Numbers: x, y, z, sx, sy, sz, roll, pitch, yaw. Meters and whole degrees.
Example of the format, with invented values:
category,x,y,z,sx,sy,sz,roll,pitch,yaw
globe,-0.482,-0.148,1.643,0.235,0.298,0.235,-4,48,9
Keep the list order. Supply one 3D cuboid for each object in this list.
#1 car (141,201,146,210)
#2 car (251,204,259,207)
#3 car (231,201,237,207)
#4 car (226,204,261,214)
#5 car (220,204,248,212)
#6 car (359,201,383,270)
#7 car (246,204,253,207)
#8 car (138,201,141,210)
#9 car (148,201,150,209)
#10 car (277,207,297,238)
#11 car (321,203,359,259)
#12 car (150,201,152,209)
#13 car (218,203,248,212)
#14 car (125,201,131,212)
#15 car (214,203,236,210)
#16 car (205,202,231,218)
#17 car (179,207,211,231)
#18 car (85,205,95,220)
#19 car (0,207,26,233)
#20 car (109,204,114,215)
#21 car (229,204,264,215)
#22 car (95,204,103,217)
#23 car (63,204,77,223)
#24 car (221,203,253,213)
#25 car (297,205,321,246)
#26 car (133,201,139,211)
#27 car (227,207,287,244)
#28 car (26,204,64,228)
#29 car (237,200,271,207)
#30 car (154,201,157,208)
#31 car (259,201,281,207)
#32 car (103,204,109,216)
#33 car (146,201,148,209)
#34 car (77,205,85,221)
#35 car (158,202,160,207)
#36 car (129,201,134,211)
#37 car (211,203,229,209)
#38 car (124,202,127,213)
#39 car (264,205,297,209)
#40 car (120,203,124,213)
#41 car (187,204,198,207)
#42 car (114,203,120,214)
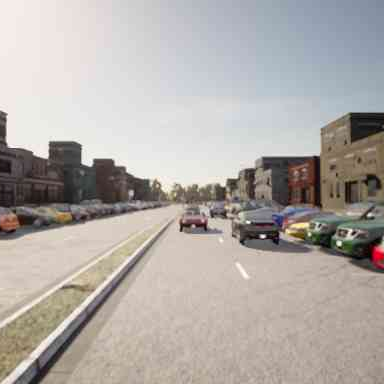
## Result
category,x,y,z,sx,sy,sz,roll,pitch,yaw
car,-12.735,2.780,66.922,5.566,2.045,2.435,0,-2,0
car,7.666,1.987,27.504,4.792,1.488,2.163,0,-1,0
car,7.604,2.179,41.290,4.553,1.767,2.185,0,-1,0
car,7.606,2.557,49.555,4.792,1.488,2.163,0,-2,0
car,7.657,2.871,60.583,4.792,1.488,2.163,0,-2,0
car,7.611,1.310,8.224,5.566,2.045,2.435,0,-1,0
car,7.634,2.065,30.260,4.674,1.452,2.002,0,-1,0
car,-12.744,2.823,64.107,4.553,1.767,2.185,0,-2,0
car,-12.662,3.313,75.248,4.792,1.488,2.163,0,-2,0
car,7.635,1.799,19.237,4.674,1.452,2.002,0,-1,0
car,7.611,1.348,10.976,5.566,2.045,2.435,0,-1,0
car,-12.872,3.366,78.027,5.366,1.575,1.946,0,-2,0
car,7.807,2.920,63.342,5.366,1.575,1.946,0,-2,0
car,-12.761,2.657,52.901,4.792,1.488,2.163,0,-2,0
car,7.588,3.350,77.119,5.008,1.535,2.097,0,-2,0
car,3.097,2.292,40.421,2.128,1.511,4.902,0,-2,0
car,0.098,1.987,23.791,1.895,1.301,4.718,0,-1,0
car,-12.738,2.136,33.455,4.792,1.488,2.163,0,-1,0
car,-12.761,1.634,19.569,4.553,1.767,2.185,0,-1,0
car,-12.781,2.353,41.788,4.792,1.488,2.163,0,-2,0
car,7.633,2.493,46.834,4.674,1.452,2.002,0,-2,0
car,-12.768,2.177,36.233,5.008,1.535,2.097,0,-1,0
car,-12.963,1.965,28.024,5.366,1.575,1.946,0,-1,0
car,7.819,2.758,57.829,5.366,1.575,1.946,0,-2,0
car,7.610,1.396,13.733,5.566,2.045,2.435,0,-1,0
car,-12.715,2.905,61.233,4.674,1.452,2.002,0,-2,0
car,3.098,1.734,16.968,1.837,1.490,4.892,0,-1,0
car,-12.788,1.899,25.245,4.892,1.521,2.231,0,-1,0
car,7.665,1.842,33.024,5.566,2.045,2.435,0,-1,0
car,-12.682,3.712,89.131,5.008,1.535,2.097,0,-2,0
car,7.669,1.764,24.751,4.553,1.767,2.185,0,-1,0
car,-12.751,2.252,39.012,4.892,1.521,2.231,0,-2,0
car,-12.668,3.228,72.471,4.792,1.488,2.163,0,-2,0
car,-12.745,1.910,30.688,4.553,1.767,2.185,0,-1,0
car,-12.656,3.631,94.694,5.566,2.045,2.435,0,-2,0
car,-12.734,2.707,55.680,4.892,1.521,2.231,0,-2,0
car,7.567,3.834,90.899,4.674,1.452,2.002,0,-2,0
car,-12.735,2.591,50.122,4.674,1.452,2.002,0,-2,0
car,7.632,1.822,21.992,5.008,1.535,2.097,0,-1,0
car,-12.748,2.478,47.471,4.892,1.521,2.231,0,-2,0
car,0.095,2.335,41.506,1.837,1.490,4.892,0,-2,0
car,-12.742,2.402,44.692,5.008,1.535,2.097,0,-2,0
